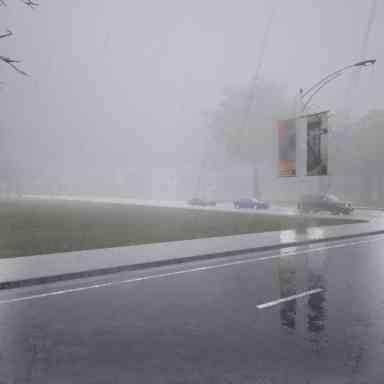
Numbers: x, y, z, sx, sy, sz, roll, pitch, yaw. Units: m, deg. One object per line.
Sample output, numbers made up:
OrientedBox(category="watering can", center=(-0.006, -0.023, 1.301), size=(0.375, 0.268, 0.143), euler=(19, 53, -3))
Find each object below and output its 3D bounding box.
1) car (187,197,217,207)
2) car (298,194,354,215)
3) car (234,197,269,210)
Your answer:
OrientedBox(category="car", center=(1.424, 1.483, 50.569), size=(2.033, 1.411, 5.357), euler=(0, 0, -36))
OrientedBox(category="car", center=(13.518, 1.224, 33.989), size=(2.150, 2.045, 5.566), euler=(0, 0, -36))
OrientedBox(category="car", center=(7.507, 1.444, 42.223), size=(1.882, 1.535, 5.008), euler=(0, 0, -36))
